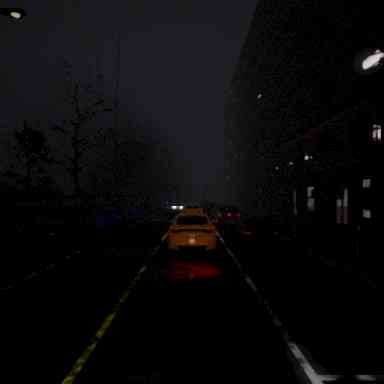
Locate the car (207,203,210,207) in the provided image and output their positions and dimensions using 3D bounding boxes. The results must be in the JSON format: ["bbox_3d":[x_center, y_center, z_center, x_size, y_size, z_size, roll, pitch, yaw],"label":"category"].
[{"bbox_3d":[2.706,1.921,31.693,1.802,1.307,4.206,0,-1,0],"label":"car"}]

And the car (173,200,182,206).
[{"bbox_3d":[-2.964,2.378,71.036,1.895,1.301,4.718,0,-1,0],"label":"car"}]

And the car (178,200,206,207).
[{"bbox_3d":[0.019,1.793,29.478,1.882,1.535,5.008,0,0,0],"label":"car"}]

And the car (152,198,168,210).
[{"bbox_3d":[-5.663,1.903,54.219,2.192,1.841,5.009,0,-1,0],"label":"car"}]

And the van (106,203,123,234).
[{"bbox_3d":[-5.680,1.558,20.438,1.690,1.788,3.998,0,-1,0],"label":"van"}]

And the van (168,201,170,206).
[{"bbox_3d":[-5.658,2.060,65.478,1.690,1.788,3.998,0,-1,0],"label":"van"}]

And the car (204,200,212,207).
[{"bbox_3d":[2.711,2.027,42.953,1.947,1.339,4.313,0,-1,0],"label":"car"}]

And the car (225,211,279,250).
[{"bbox_3d":[2.698,1.738,14.801,1.802,1.307,4.206,0,-1,0],"label":"car"}]

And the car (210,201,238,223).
[{"bbox_3d":[2.703,1.718,26.064,1.967,1.590,4.097,0,-1,0],"label":"car"}]

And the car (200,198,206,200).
[{"bbox_3d":[2.717,2.028,54.213,1.967,1.590,4.097,0,-1,0],"label":"car"}]

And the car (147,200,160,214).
[{"bbox_3d":[-5.669,2.028,42.957,1.947,1.339,4.313,0,-1,0],"label":"car"}]

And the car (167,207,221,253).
[{"bbox_3d":[0.011,1.631,14.483,1.882,1.535,5.008,0,0,0],"label":"car"}]

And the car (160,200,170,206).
[{"bbox_3d":[-5.656,2.367,71.105,1.802,1.307,4.206,0,-1,0],"label":"car"}]

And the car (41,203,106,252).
[{"bbox_3d":[-5.683,1.471,14.808,2.192,1.841,5.009,0,-1,0],"label":"car"}]

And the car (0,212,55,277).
[{"bbox_3d":[-5.685,1.536,9.176,1.967,1.590,4.097,0,-1,0],"label":"car"}]

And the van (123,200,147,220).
[{"bbox_3d":[-5.675,1.680,31.699,1.690,1.788,3.998,0,-1,0],"label":"van"}]
